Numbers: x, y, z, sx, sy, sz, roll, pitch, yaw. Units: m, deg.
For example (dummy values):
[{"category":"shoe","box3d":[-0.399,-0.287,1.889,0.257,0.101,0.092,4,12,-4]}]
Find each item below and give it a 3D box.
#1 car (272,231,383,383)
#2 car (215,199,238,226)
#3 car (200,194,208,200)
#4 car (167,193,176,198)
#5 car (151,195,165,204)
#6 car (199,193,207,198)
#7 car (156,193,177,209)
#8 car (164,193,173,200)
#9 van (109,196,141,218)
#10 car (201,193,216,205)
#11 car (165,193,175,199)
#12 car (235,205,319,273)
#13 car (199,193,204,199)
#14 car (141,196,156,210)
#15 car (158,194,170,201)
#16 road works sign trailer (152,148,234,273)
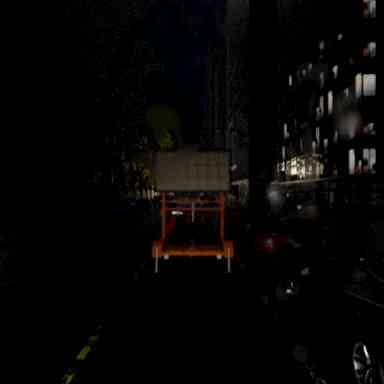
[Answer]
[{"category":"car","box3d":[2.700,1.543,4.782,1.947,1.339,4.313,0,0,0]},{"category":"car","box3d":[2.726,1.412,21.999,1.752,1.417,4.829,0,0,0]},{"category":"car","box3d":[2.812,1.068,78.641,1.947,1.339,4.313,0,0,0]},{"category":"car","box3d":[-5.552,0.962,90.044,2.008,1.369,4.403,0,0,0]},{"category":"car","box3d":[-5.603,1.216,55.946,1.887,1.381,4.507,0,0,0]},{"category":"car","box3d":[2.829,0.962,90.004,2.008,1.369,4.403,0,0,0]},{"category":"car","box3d":[-3.037,1.120,41.475,2.097,1.767,4.553,0,0,0]},{"category":"car","box3d":[-5.569,1.029,78.507,1.752,1.417,4.829,0,0,0]},{"category":"van","box3d":[-5.645,1.196,27.532,1.690,1.788,3.998,0,0,0]},{"category":"car","box3d":[2.769,1.293,50.236,1.802,1.307,4.206,0,0,0]},{"category":"car","box3d":[-5.560,1.008,84.360,2.008,1.369,4.403,0,0,0]},{"category":"car","box3d":[2.709,1.389,10.463,1.967,1.590,4.097,0,0,0]},{"category":"car","box3d":[2.795,1.134,67.279,1.887,1.381,4.507,0,0,0]},{"category":"car","box3d":[-5.629,1.367,38.899,1.802,1.307,4.206,0,0,0]},{"category":"car","box3d":[-5.586,1.140,67.313,2.008,1.369,4.403,0,0,0]},{"category":"road works sign trailer","box3d":[0.031,0.413,10.520,2.380,3.560,2.880,0,0,1]}]
